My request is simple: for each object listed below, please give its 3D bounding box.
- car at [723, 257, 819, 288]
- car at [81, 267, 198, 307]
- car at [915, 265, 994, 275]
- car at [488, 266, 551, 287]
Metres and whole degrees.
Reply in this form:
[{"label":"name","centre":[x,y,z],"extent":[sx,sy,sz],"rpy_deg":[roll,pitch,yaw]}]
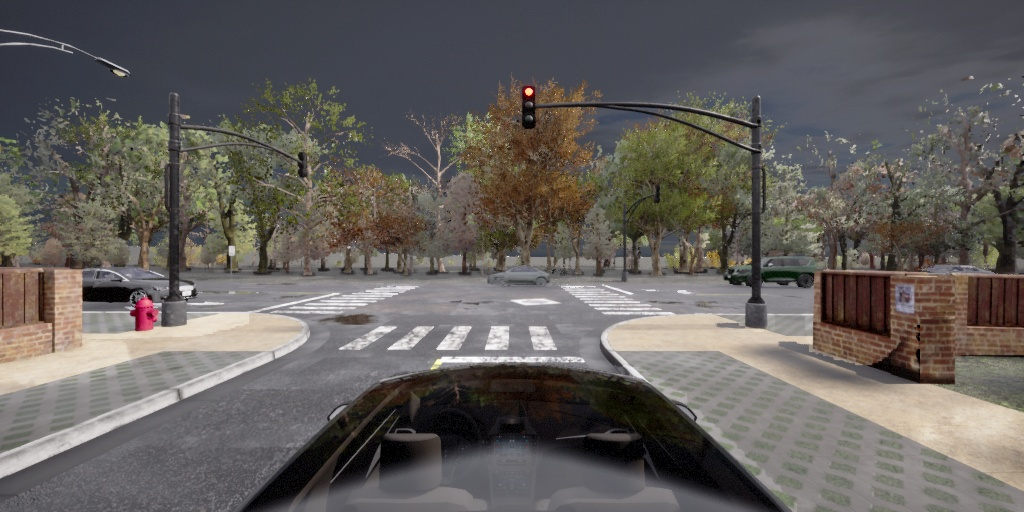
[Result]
[{"label":"car","centre":[17.272,1.046,23.952],"extent":[5.566,2.045,2.150],"rpy_deg":[0,0,0]},{"label":"car","centre":[-15.117,1.183,13.965],"extent":[4.902,1.511,2.128],"rpy_deg":[0,0,0]},{"label":"car","centre":[29.034,1.353,23.958],"extent":[4.902,1.511,2.128],"rpy_deg":[0,0,0]},{"label":"car","centre":[0.472,1.328,23.934],"extent":[4.181,1.385,1.994],"rpy_deg":[0,0,0]}]
